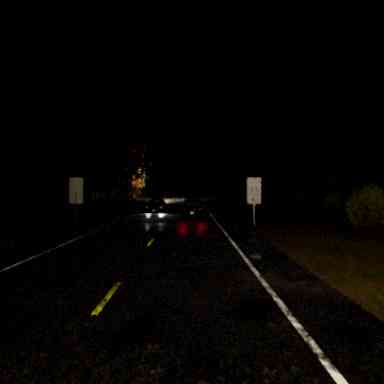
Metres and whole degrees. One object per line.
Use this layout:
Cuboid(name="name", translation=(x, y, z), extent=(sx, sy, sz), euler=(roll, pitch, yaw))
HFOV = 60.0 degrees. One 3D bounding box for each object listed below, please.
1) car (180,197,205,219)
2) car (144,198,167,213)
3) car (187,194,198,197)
Cuboid(name="car", translation=(0.014, 1.349, 26.565), extent=(1.812, 1.442, 4.674), euler=(0, 0, 0))
Cuboid(name="car", translation=(-3.573, 1.333, 33.765), extent=(2.033, 1.411, 5.357), euler=(0, 0, 0))
Cuboid(name="car", translation=(0.018, 1.091, 43.850), extent=(2.097, 1.767, 4.553), euler=(0, 0, 0))
